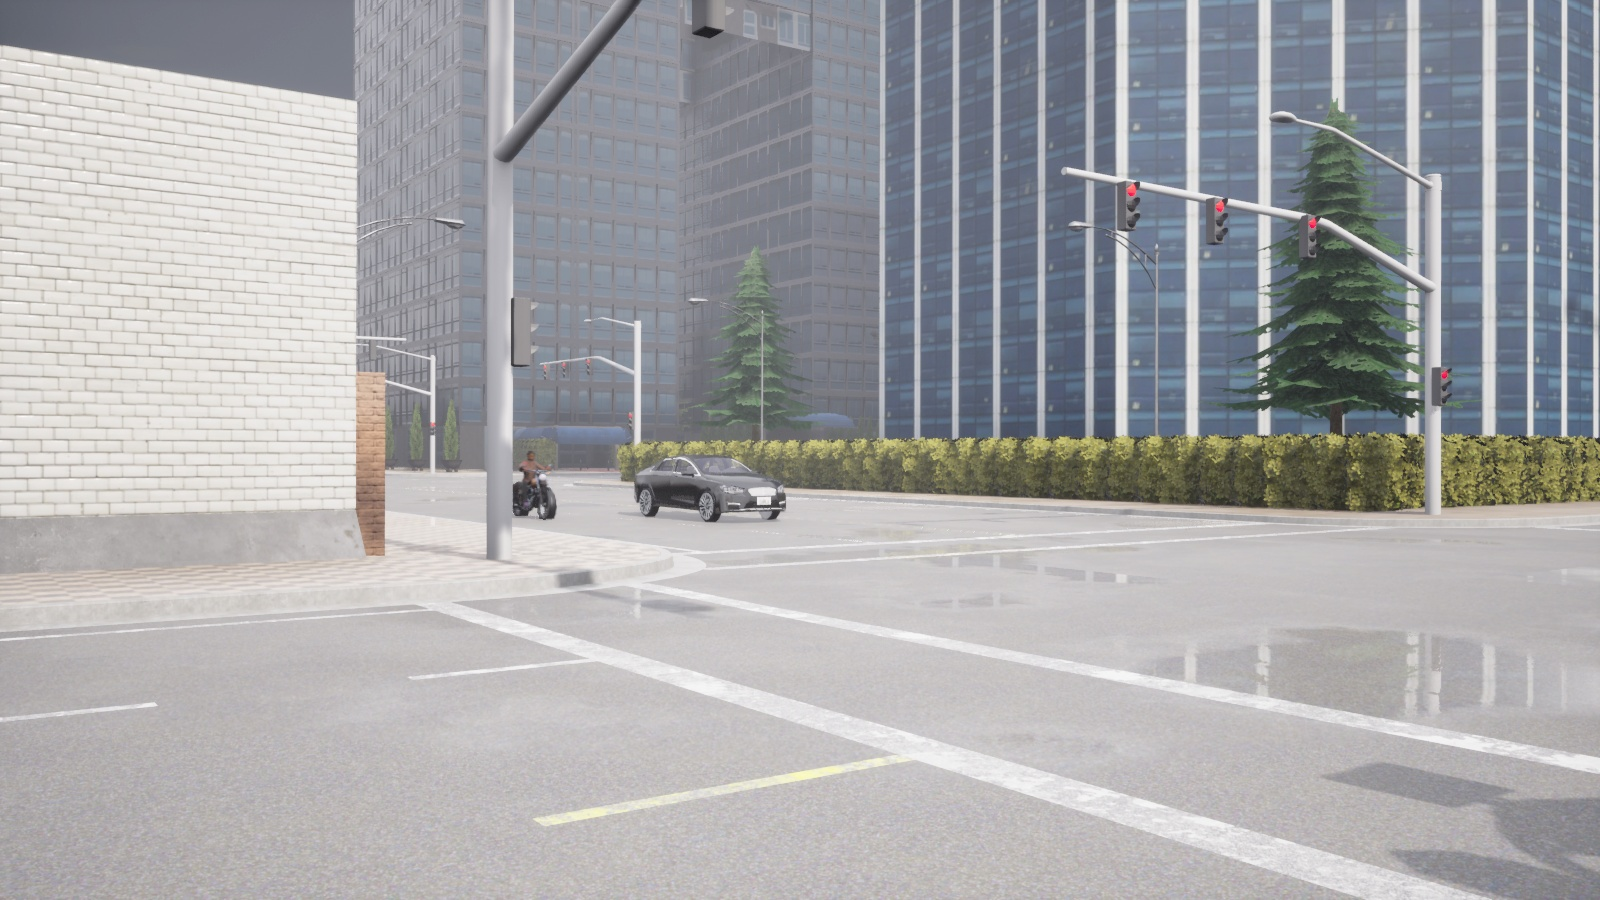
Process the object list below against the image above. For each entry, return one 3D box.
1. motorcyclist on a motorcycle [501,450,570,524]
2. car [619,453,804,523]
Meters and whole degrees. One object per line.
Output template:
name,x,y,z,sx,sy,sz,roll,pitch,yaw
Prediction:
motorcyclist on a motorcycle,-6.204,0.836,29.364,0.766,1.649,2.350,0,0,-33
car,-2.194,0.834,29.697,2.128,1.511,4.902,0,0,-35
